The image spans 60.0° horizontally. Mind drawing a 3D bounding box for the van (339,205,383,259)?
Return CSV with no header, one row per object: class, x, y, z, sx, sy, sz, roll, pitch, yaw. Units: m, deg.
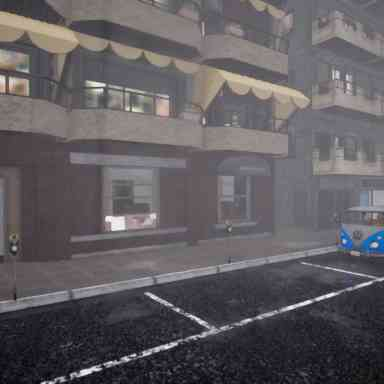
van,6.659,1.341,11.304,3.998,1.788,1.690,0,0,-35
